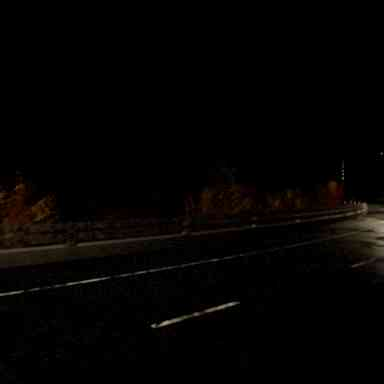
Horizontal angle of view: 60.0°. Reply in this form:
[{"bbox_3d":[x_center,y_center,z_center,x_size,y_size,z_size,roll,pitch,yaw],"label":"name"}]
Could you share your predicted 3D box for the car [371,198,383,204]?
[{"bbox_3d":[46.101,2.239,82.179,1.994,1.385,4.181,0,0,5],"label":"car"}]
